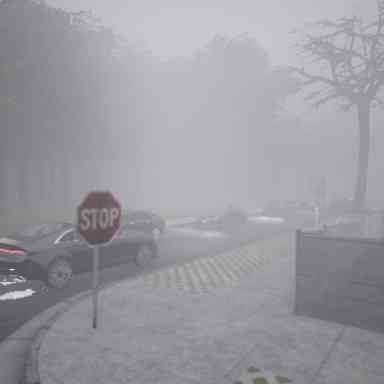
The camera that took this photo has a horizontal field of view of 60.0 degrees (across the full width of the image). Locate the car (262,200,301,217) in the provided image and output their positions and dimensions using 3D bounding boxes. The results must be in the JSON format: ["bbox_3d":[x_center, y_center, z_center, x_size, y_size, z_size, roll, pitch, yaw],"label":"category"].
[{"bbox_3d":[7.879,1.437,29.941,1.994,1.385,4.181,2,2,36],"label":"car"}]

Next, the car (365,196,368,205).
[{"bbox_3d":[23.090,0.967,46.385,2.097,1.767,4.553,2,2,35],"label":"car"}]

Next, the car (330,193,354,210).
[{"bbox_3d":[17.103,1.268,37.915,2.128,1.511,4.902,2,2,36],"label":"car"}]

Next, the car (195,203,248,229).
[{"bbox_3d":[2.080,1.499,21.807,1.812,1.442,4.674,2,2,35],"label":"car"}]

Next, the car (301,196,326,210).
[{"bbox_3d":[13.978,1.193,38.441,1.882,1.535,5.008,2,2,36],"label":"car"}]

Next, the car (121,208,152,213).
[{"bbox_3d":[-3.167,1.493,14.445,1.837,1.490,4.892,2,1,35],"label":"car"}]

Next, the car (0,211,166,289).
[{"bbox_3d":[-3.035,1.552,9.548,2.128,1.511,4.902,2,1,36],"label":"car"}]
